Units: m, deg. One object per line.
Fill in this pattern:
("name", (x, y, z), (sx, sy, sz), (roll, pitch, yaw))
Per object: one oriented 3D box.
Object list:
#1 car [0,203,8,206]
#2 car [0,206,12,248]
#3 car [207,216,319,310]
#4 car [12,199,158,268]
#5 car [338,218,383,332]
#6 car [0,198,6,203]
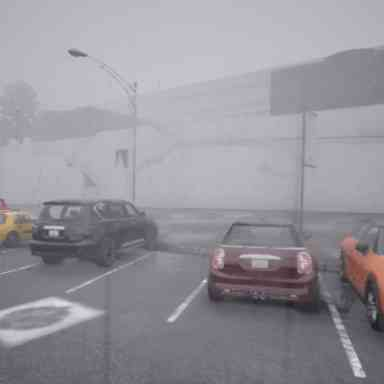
("car", (-10.444, 1.566, 16.708), (1.946, 1.575, 5.366), (0, -1, 16))
("car", (-7.908, 1.553, 15.328), (1.946, 1.575, 5.366), (0, -1, 15))
("car", (1.809, 1.370, 8.154), (2.185, 1.767, 4.553), (0, -1, 15))
("car", (-3.066, 1.268, 11.698), (2.435, 2.045, 5.566), (0, -1, 15))
("car", (4.277, 1.363, 6.472), (2.185, 1.767, 4.553), (0, -1, 15))
("car", (-12.842, 1.344, 18.605), (2.435, 2.045, 5.566), (0, -1, 15))
